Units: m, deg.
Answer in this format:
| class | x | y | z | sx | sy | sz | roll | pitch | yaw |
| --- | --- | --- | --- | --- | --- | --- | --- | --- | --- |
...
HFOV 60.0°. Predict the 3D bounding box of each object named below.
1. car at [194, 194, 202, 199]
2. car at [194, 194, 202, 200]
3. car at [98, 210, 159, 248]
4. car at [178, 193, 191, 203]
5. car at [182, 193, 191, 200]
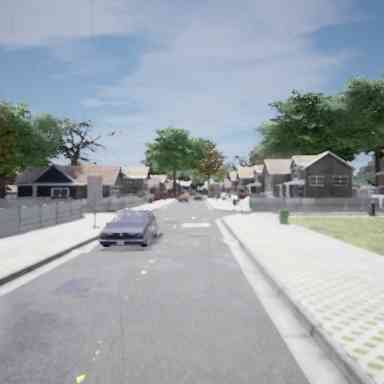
| class | x | y | z | sx | sy | sz | roll | pitch | yaw |
| --- | --- | --- | --- | --- | --- | --- | --- | --- | --- |
| car | 1.570 | 1.087 | 86.009 | 1.895 | 1.301 | 4.718 | 0 | 0 | 1 |
| car | 1.361 | 1.179 | 75.557 | 2.033 | 1.411 | 5.357 | 0 | 0 | 1 |
| car | -2.596 | 1.512 | 14.972 | 2.033 | 1.411 | 5.357 | 0 | 0 | 1 |
| car | -1.645 | 1.260 | 63.373 | 2.033 | 1.411 | 5.357 | 0 | 0 | 2 |
| car | -1.327 | 1.039 | 78.715 | 1.882 | 1.535 | 5.008 | 0 | 0 | 1 |
